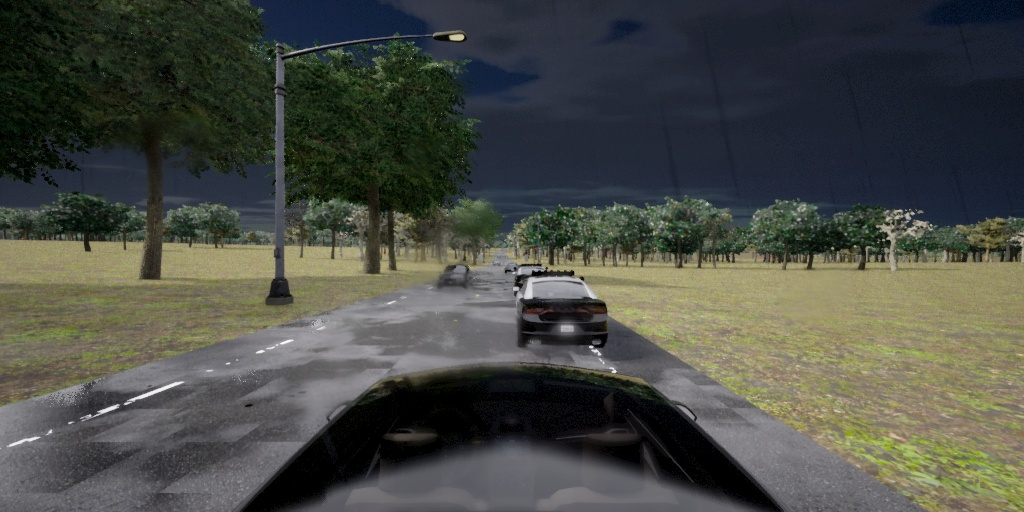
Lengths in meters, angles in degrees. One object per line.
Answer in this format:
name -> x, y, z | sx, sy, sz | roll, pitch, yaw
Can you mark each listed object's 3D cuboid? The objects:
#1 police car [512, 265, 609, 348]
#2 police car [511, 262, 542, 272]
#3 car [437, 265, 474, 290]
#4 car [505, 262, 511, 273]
police car -> 1.050, 1.183, 9.401 | 1.930, 1.638, 5.238 | 0, 0, 0
police car -> 1.051, 1.219, 19.406 | 1.930, 1.638, 5.238 | 0, 0, 0
car -> -3.598, 1.321, 23.345 | 1.837, 1.490, 4.892 | 0, 0, 0
car -> 0.027, 1.571, 47.843 | 1.994, 1.385, 4.181 | 0, 0, 0
